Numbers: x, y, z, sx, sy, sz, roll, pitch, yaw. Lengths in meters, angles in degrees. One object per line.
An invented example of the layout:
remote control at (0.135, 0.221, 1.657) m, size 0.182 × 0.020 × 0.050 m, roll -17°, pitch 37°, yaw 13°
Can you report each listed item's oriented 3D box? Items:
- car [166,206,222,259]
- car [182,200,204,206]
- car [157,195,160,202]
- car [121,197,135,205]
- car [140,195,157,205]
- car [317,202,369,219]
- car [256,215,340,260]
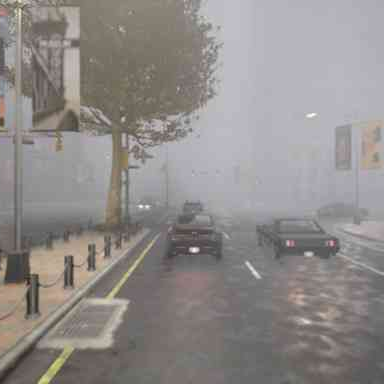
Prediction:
car at (0.082, 1.502, 12.501) m, size 1.837 × 1.490 × 4.892 m, roll 0°, pitch 0°, yaw 0°
car at (0.090, 1.485, 32.054) m, size 2.128 × 1.511 × 4.902 m, roll 0°, pitch 0°, yaw 0°
car at (-8.005, 1.407, 71.767) m, size 1.837 × 1.490 × 4.892 m, roll 0°, pitch 0°, yaw 0°
car at (-11.523, 1.552, 59.308) m, size 1.994 × 1.385 × 4.181 m, roll 0°, pitch 0°, yaw 0°
car at (-8.033, 1.479, 58.656) m, size 2.128 × 1.511 × 4.902 m, roll 0°, pitch 0°, yaw 0°
car at (12.798, 1.558, 28.268) m, size 4.181 × 1.385 × 1.994 m, roll 0°, pitch 0°, yaw -17°
car at (3.615, 1.598, 12.355) m, size 1.895 × 1.301 × 4.718 m, roll 0°, pitch 0°, yaw 1°
